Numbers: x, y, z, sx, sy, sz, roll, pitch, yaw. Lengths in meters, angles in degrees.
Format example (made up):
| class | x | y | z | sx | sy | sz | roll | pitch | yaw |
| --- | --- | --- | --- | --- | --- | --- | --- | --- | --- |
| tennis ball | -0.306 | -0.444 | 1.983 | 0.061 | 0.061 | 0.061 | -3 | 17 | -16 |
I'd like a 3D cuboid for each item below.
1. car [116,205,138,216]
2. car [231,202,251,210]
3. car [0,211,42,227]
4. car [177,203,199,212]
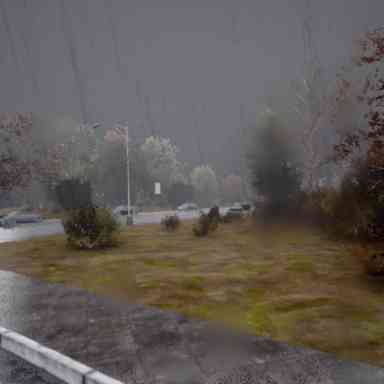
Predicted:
| class | x | y | z | sx | sy | sz | roll | pitch | yaw |
| --- | --- | --- | --- | --- | --- | --- | --- | --- | --- |
| car | -9.102 | 2.474 | 43.382 | 2.128 | 1.511 | 4.902 | -3 | -2 | 32 |
| car | 7.312 | 2.185 | 49.362 | 1.994 | 1.385 | 4.181 | -3 | -2 | 32 |
| car | -16.589 | 2.502 | 31.718 | 1.994 | 1.385 | 4.181 | -3 | -2 | 33 |
| car | -0.702 | 2.581 | 56.541 | 2.128 | 1.511 | 4.902 | -3 | -2 | 33 |
